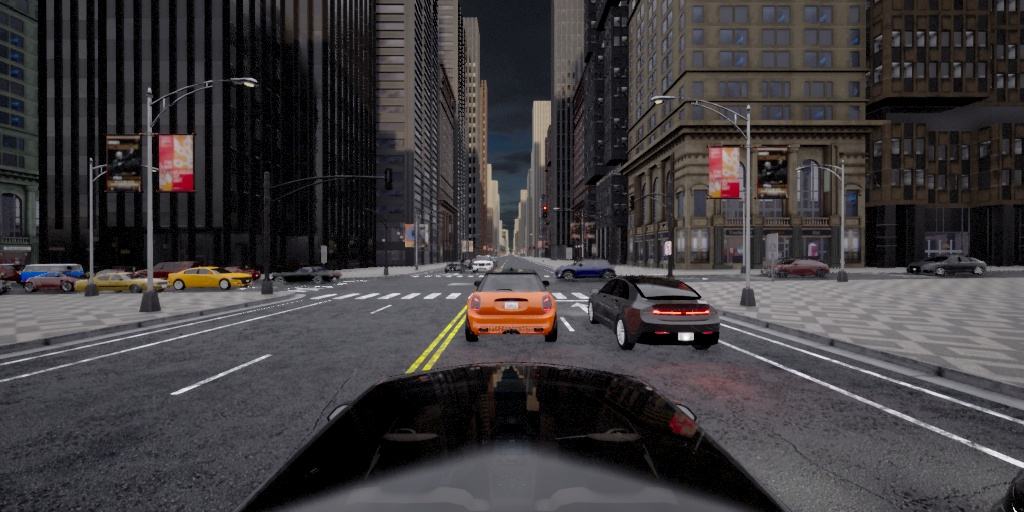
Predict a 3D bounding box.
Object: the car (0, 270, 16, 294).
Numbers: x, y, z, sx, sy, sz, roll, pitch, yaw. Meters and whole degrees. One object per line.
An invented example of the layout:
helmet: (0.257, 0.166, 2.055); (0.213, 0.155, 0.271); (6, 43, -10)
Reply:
car: (-33.822, 1.751, 22.145); (4.403, 1.370, 2.007); (0, 0, 0)

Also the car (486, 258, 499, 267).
car: (-3.463, 1.200, 63.596); (2.128, 1.511, 4.902); (0, 0, 0)

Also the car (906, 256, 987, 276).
car: (33.918, 0.765, 28.053); (4.892, 1.490, 1.837); (-1, 0, 0)

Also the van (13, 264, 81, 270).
van: (-39.303, 1.578, 30.689); (3.998, 1.789, 1.690); (0, 0, 0)

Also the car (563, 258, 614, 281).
car: (5.658, 0.994, 28.035); (4.553, 1.767, 2.097); (-1, 0, 0)

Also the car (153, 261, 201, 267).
car: (-29.128, 1.414, 30.680); (5.009, 1.841, 2.192); (0, 0, 0)

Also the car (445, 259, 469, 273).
car: (-6.697, 1.295, 42.515); (1.994, 1.385, 4.181); (0, 0, 0)

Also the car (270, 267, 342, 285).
car: (-16.068, 1.532, 28.016); (4.718, 1.301, 1.895); (-1, 0, 0)

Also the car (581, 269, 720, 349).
car: (3.235, 1.254, 9.102); (1.837, 1.490, 4.892); (0, 0, 0)

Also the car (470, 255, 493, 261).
car: (-3.449, 0.952, 43.358); (2.150, 2.045, 5.566); (0, 0, 0)

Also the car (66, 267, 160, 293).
car: (-23.880, 1.593, 22.147); (4.829, 1.417, 1.751); (0, 0, 0)

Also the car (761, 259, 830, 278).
car: (22.093, 0.944, 28.051); (4.674, 1.442, 1.812); (-1, 0, 0)

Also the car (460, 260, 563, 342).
car: (-0.007, 1.101, 9.963); (2.097, 1.767, 4.553); (0, 0, 0)

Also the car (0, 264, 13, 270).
car: (-44.390, 1.621, 30.694); (5.009, 1.841, 2.192); (0, 0, 0)

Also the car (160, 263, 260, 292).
car: (-20.782, 1.489, 24.807); (5.008, 1.535, 1.882); (-1, 0, 0)

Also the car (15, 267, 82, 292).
car: (-30.780, 1.711, 24.819); (4.181, 1.385, 1.994); (-1, 0, 1)
